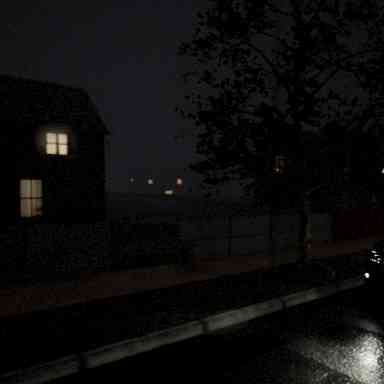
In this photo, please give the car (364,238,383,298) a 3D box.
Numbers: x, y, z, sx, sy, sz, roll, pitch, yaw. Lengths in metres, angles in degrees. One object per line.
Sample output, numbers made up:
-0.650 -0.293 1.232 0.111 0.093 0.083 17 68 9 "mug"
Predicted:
6.251 1.339 7.702 5.566 2.045 2.150 1 -1 -36 "car"
